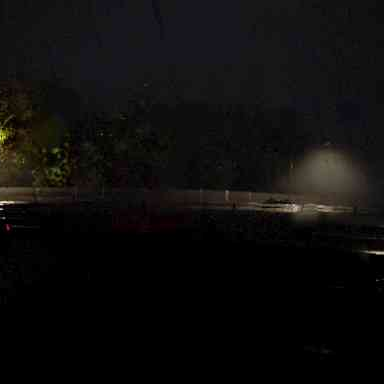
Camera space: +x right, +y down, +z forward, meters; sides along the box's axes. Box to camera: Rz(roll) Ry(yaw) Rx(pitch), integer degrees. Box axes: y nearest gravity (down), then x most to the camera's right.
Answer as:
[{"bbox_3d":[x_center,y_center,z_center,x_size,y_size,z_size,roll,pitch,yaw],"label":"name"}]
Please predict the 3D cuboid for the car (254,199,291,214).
[{"bbox_3d":[11.437,1.972,46.698,5.566,2.045,2.150,3,-2,-28],"label":"car"}]

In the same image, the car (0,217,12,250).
[{"bbox_3d":[-9.395,1.454,13.279,4.553,1.767,2.097,-1,0,27],"label":"car"}]
